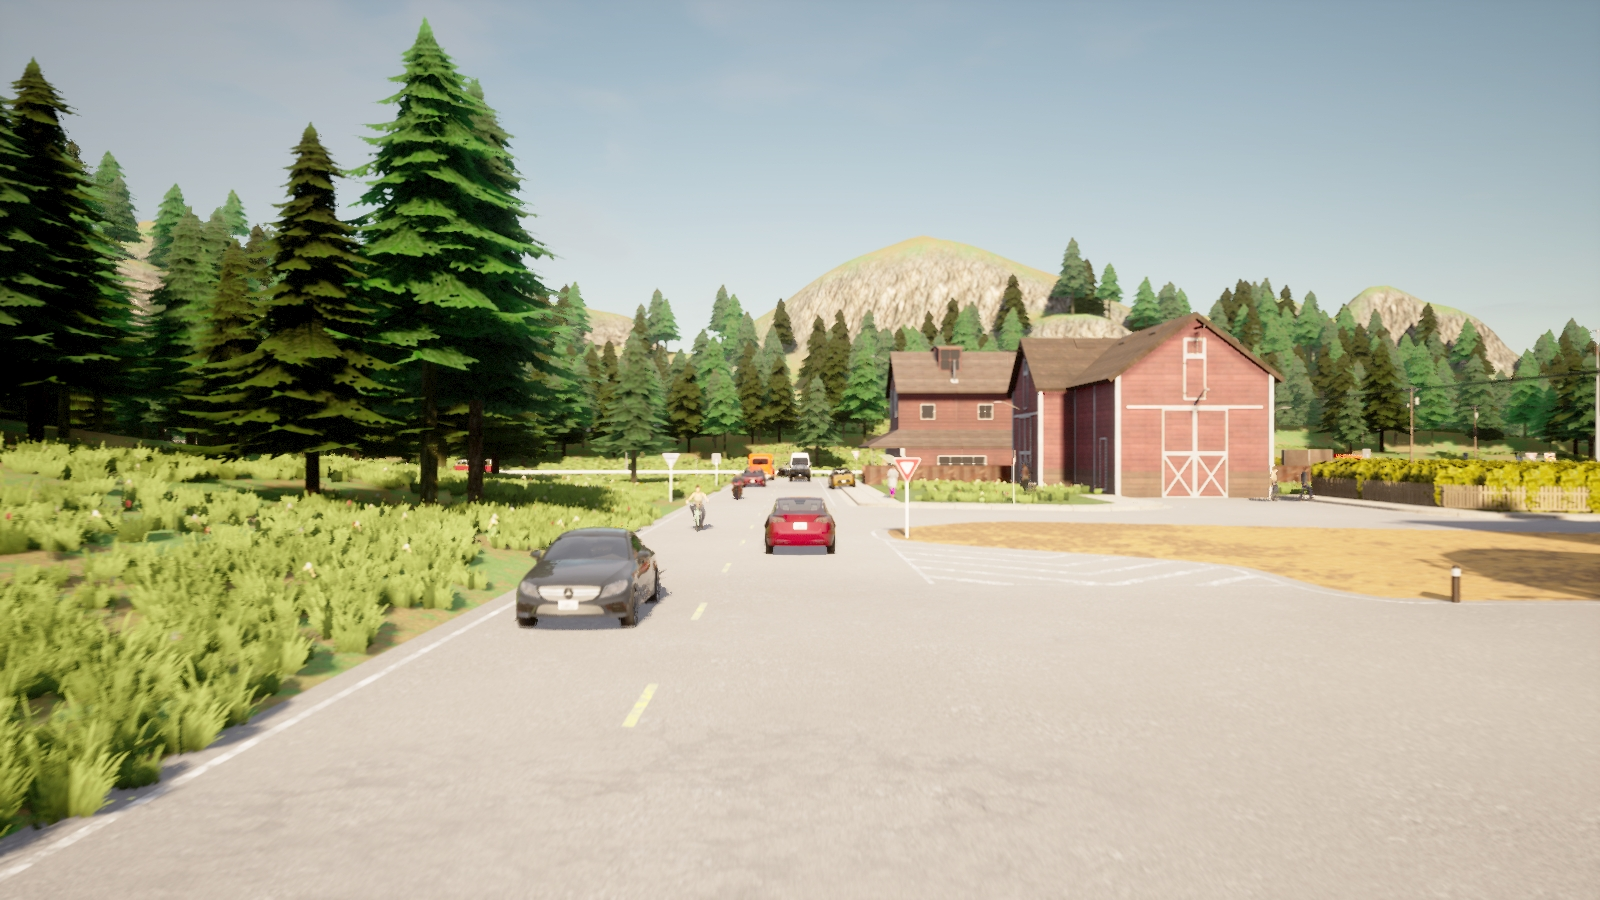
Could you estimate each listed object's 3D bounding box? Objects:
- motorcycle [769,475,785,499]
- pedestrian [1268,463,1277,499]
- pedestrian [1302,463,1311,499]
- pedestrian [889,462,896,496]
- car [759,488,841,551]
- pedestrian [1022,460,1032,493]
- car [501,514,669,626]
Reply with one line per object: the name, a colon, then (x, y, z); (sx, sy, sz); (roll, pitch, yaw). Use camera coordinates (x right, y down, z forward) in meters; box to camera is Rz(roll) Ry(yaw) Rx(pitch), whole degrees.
motorcycle: (-1.300, 2.065, 64.084); (0.867, 1.251, 2.209); (0, 0, 0)
pedestrian: (24.609, 1.617, 59.476); (0.375, 1.860, 0.375); (0, 0, 29)
pedestrian: (26.263, 1.615, 59.298); (0.375, 1.860, 0.375); (0, 0, 16)
pedestrian: (4.998, 1.556, 61.602); (0.375, 1.860, 0.375); (0, 0, 0)
car: (0.001, 1.923, 32.610); (2.163, 1.488, 4.792); (0, 0, 0)
pedestrian: (12.801, 1.491, 64.484); (0.375, 1.860, 0.375); (0, 0, -38)
car: (-3.503, 1.941, 19.569); (2.002, 1.442, 4.674); (0, 0, 0)
